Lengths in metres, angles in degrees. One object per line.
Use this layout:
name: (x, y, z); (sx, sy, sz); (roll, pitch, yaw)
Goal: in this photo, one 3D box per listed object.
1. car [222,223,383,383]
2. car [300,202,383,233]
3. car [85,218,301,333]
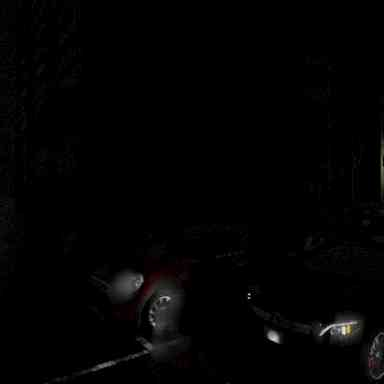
car: (2.898, 1.490, 5.443); (4.674, 1.442, 1.812); (0, 0, -35)
car: (4.604, 1.253, 9.934); (5.009, 1.841, 2.192); (0, 0, -35)
car: (0.015, 1.415, 6.662); (4.097, 1.590, 1.967); (0, 0, -35)
